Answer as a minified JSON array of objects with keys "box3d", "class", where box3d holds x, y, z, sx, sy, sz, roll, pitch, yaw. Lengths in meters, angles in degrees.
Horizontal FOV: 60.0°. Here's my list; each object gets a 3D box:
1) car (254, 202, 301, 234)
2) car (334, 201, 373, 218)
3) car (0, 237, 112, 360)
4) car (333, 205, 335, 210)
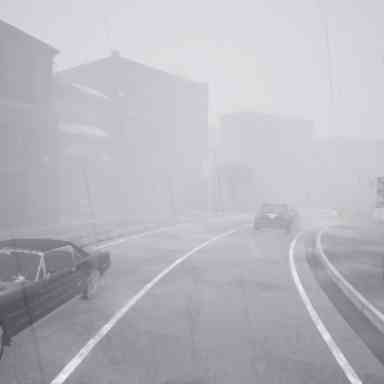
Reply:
[{"box3d":[5.357,1.428,20.415,2.097,1.767,4.553,3,1,25],"class":"car"},{"box3d":[17.974,1.776,36.315,4.553,1.767,2.097,2,3,-41],"class":"car"},{"box3d":[-3.069,1.535,5.562,1.895,1.301,4.718,1,0,8],"class":"car"},{"box3d":[19.784,1.848,42.251,4.181,1.385,1.994,2,3,-35],"class":"car"}]
